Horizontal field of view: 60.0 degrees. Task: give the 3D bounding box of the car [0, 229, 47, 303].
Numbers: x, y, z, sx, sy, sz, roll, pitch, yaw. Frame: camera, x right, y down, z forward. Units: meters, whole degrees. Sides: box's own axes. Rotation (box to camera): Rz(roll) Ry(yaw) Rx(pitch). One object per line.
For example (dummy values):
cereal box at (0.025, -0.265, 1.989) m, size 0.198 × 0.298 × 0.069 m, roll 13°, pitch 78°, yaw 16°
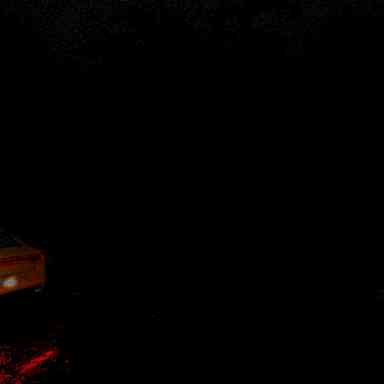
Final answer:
car at (-5.298, 1.496, 7.447) m, size 5.008 × 1.535 × 1.882 m, roll 0°, pitch 0°, yaw 35°
